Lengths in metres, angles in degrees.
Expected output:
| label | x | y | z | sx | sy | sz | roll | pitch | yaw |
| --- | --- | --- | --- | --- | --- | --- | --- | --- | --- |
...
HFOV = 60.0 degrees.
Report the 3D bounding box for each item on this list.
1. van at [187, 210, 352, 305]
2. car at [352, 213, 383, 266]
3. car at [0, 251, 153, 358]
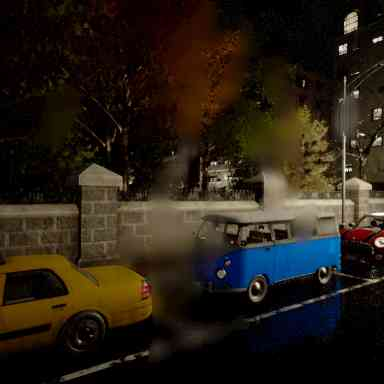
| label | x | y | z | sx | sy | sz | roll | pitch | yaw |
| --- | --- | --- | --- | --- | --- | --- | --- | --- | --- |
| van | 1.806 | 1.343 | 7.840 | 3.998 | 1.788 | 1.690 | 0 | 1 | -36 |
| car | 6.374 | 1.442 | 11.103 | 4.097 | 1.590 | 1.967 | 0 | 1 | -36 |
| car | -2.901 | 1.525 | 4.481 | 4.829 | 1.417 | 1.752 | 0 | 1 | -36 |
